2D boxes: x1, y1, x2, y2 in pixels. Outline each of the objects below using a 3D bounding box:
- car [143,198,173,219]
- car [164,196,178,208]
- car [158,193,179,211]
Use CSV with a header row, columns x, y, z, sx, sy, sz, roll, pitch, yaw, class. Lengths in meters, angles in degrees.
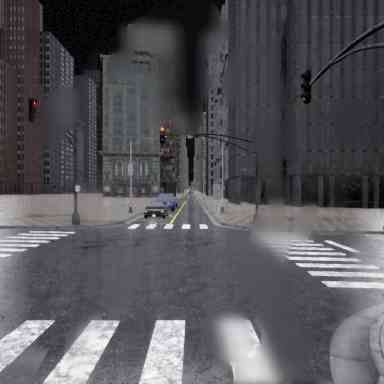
x,y,z,sx,sy,sz,roll,pitch,yaw,class
-3.112,1.548,29.833,2.033,1.411,5.357,0,0,0,car
-3.107,1.479,50.531,1.882,1.535,5.008,0,0,0,car
-3.113,1.222,40.084,2.150,2.045,5.566,0,0,0,car
